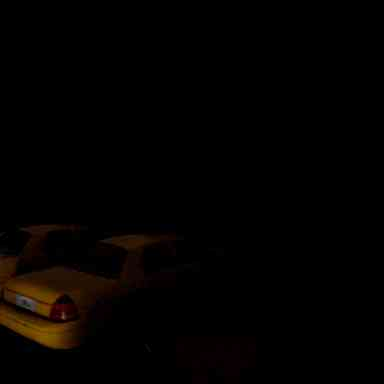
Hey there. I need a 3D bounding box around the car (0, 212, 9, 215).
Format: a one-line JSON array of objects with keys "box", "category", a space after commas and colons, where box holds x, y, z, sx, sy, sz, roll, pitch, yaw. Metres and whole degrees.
[{"box": [-5.361, 1.403, 9.619, 2.163, 1.488, 4.792, 1, 1, 36], "category": "car"}]

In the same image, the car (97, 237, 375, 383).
[{"box": [1.317, 1.502, 4.785, 2.163, 1.488, 4.792, 1, 0, 35], "category": "car"}]

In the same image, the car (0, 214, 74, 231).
[{"box": [-2.996, 1.413, 8.125, 1.946, 1.575, 5.366, 1, 1, 36], "category": "car"}]

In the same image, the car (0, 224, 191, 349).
[{"box": [-0.721, 1.447, 6.502, 1.946, 1.575, 5.366, 1, 1, 36], "category": "car"}]
